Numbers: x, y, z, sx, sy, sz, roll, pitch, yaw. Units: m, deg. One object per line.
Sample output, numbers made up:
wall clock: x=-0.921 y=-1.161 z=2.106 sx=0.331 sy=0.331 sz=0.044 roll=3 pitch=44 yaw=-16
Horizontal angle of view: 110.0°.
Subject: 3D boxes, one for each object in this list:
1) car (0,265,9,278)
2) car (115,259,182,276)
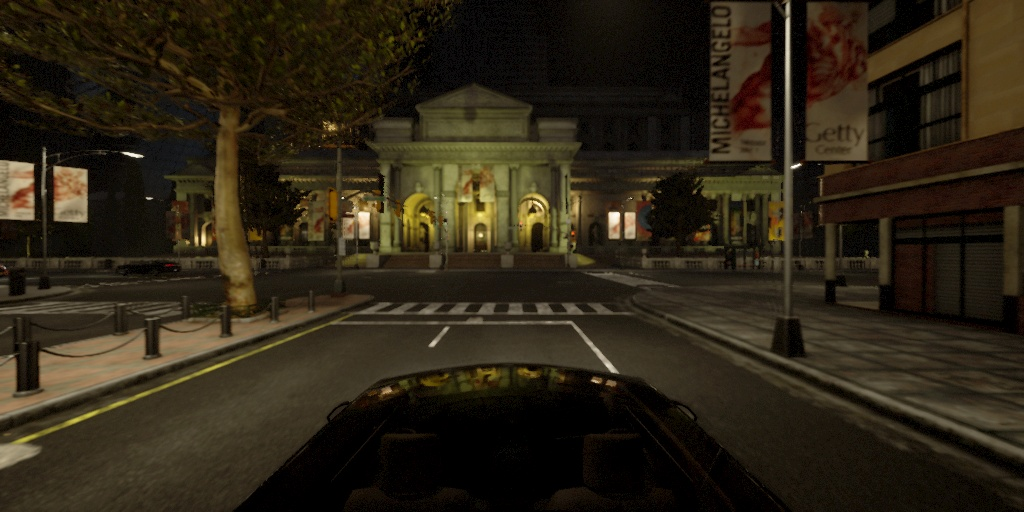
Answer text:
car: x=-43.479 y=0.929 z=28.602 sx=4.553 sy=1.767 sz=2.097 roll=0 pitch=0 yaw=0
car: x=-32.661 y=1.046 z=32.264 sx=4.902 sy=1.511 sz=2.128 roll=0 pitch=0 yaw=1
